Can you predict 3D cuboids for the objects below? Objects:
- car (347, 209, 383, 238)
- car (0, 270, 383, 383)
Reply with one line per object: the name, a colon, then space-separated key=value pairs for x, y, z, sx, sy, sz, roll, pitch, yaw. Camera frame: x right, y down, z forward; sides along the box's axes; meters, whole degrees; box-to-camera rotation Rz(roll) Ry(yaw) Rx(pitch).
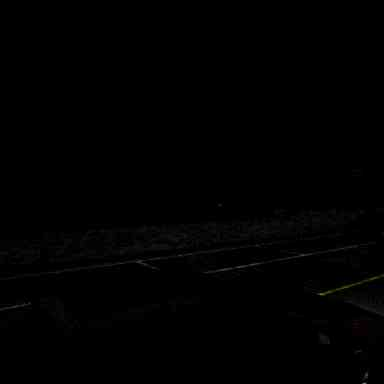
car: x=10.005 y=1.567 z=17.639 sx=4.313 sy=1.339 sz=1.947 roll=0 pitch=0 yaw=-35
car: x=-0.166 y=1.547 z=3.197 sx=5.357 sy=1.411 sz=2.033 roll=0 pitch=0 yaw=-35
